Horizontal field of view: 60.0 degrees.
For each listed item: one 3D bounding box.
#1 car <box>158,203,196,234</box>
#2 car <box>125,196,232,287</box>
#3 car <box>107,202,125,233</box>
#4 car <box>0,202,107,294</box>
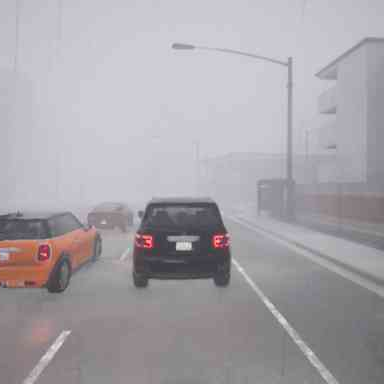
[{"bbox_3d":[-0.902,1.405,18.977,1.895,1.301,4.718,0,1,-4],"label":"car"},{"bbox_3d":[-0.340,1.126,9.196,2.150,2.045,5.566,0,1,-4],"label":"car"},{"bbox_3d":[-4.368,1.286,18.367,1.882,1.535,5.008,0,1,-4],"label":"car"},{"bbox_3d":[-3.838,1.260,8.681,2.097,1.767,4.553,0,1,-2],"label":"car"}]
